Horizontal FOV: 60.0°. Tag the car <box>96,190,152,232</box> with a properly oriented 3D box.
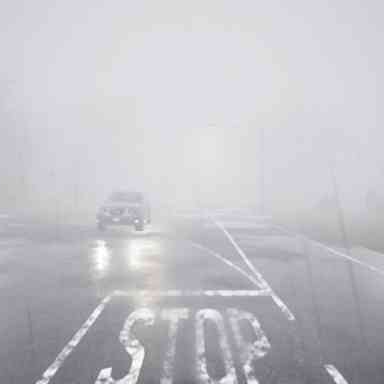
[{"bbox_3d":[-3.491,0.900,18.108,2.150,2.045,5.566,1,0,0],"label":"car"}]
